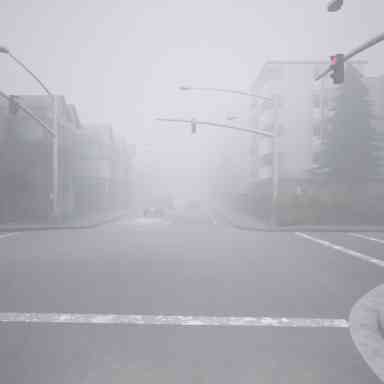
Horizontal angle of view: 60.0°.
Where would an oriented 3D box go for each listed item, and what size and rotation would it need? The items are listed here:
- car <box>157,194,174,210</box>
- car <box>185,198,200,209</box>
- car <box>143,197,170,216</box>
[{"bbox_3d":[-3.556,1.221,42.964,2.150,2.045,5.566,0,0,0],"label":"car"},{"bbox_3d":[0.119,1.526,45.537,1.812,1.442,4.674,0,0,0],"label":"car"},{"bbox_3d":[-3.581,1.491,32.388,2.128,1.511,4.902,0,0,0],"label":"car"}]
